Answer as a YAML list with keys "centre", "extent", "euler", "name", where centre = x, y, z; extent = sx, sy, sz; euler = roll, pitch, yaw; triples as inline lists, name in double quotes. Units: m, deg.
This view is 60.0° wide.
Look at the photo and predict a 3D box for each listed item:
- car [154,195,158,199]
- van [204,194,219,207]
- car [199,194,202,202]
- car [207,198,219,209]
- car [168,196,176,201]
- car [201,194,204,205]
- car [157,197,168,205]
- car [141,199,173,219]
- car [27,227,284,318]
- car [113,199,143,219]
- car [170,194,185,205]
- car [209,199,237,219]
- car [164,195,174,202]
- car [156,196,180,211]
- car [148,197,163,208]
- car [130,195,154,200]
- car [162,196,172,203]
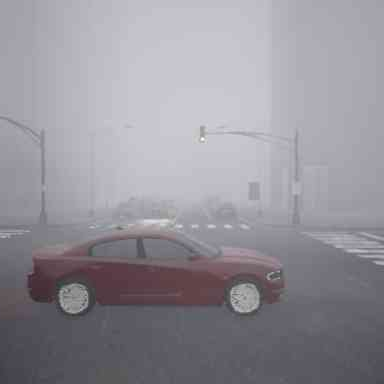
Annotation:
- centre: [-5.634, 1.363, 46.109]
  extent: [2.192, 1.841, 5.009]
  euler: [-1, 0, 0]
  name: "car"
- centre: [2.891, 1.389, 46.092]
  extent: [1.690, 1.788, 3.998]
  euler: [-1, 0, 0]
  name: "van"
- centre: [2.930, 1.394, 63.105]
  extent: [2.192, 1.841, 5.009]
  euler: [-1, 0, 0]
  name: "car"
- centre: [2.868, 1.615, 34.748]
  extent: [1.802, 1.307, 4.206]
  euler: [-1, 0, 0]
  name: "car"
- centre: [-5.524, 1.719, 91.474]
  extent: [1.947, 1.339, 4.313]
  euler: [-1, 0, 0]
  name: "car"
- centre: [2.906, 1.497, 51.763]
  extent: [1.967, 1.590, 4.097]
  euler: [-1, 0, 0]
  name: "car"
- centre: [-5.590, 1.661, 63.121]
  extent: [1.802, 1.307, 4.206]
  euler: [-1, 0, 0]
  name: "car"
- centre: [-2.992, 1.590, 29.328]
  extent: [1.994, 1.385, 4.181]
  euler: [0, 0, 0]
  name: "car"
- centre: [-0.667, 1.486, 6.846]
  extent: [5.008, 1.535, 1.882]
  euler: [0, 0, 0]
  name: "car"
- centre: [-5.671, 1.591, 29.096]
  extent: [1.947, 1.339, 4.313]
  euler: [-1, 0, 0]
  name: "car"
- centre: [-2.822, 1.624, 61.799]
  extent: [2.033, 1.411, 5.357]
  euler: [0, 0, 0]
  name: "car"
- centre: [2.854, 1.592, 29.077]
  extent: [1.947, 1.339, 4.313]
  euler: [-1, 0, 0]
  name: "car"
- centre: [-5.552, 1.561, 80.133]
  extent: [1.967, 1.590, 4.097]
  euler: [-1, 0, 0]
  name: "car"
- centre: [-2.961, 1.588, 41.996]
  extent: [2.033, 1.411, 5.357]
  euler: [0, 0, 0]
  name: "car"
- centre: [-5.618, 1.582, 51.609]
  extent: [1.752, 1.417, 4.829]
  euler: [-1, 0, 0]
  name: "car"
- centre: [-5.661, 1.348, 34.767]
  extent: [2.192, 1.841, 5.009]
  euler: [-1, 0, 0]
  name: "car"
- centre: [-5.564, 1.650, 74.462]
  extent: [1.887, 1.381, 4.507]
  euler: [-1, 0, 0]
  name: "car"
